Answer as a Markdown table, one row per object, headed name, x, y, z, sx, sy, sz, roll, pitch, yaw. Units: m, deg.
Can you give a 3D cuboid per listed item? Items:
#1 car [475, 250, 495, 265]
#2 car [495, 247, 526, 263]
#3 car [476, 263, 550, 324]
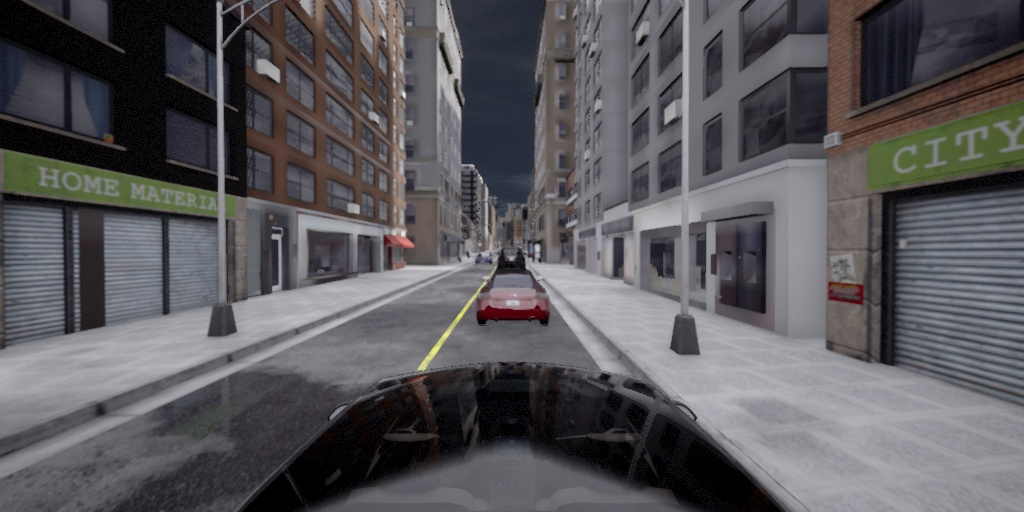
| name | x | y | z | sx | sy | sz | roll | pitch | yaw |
| --- | --- | --- | --- | --- | --- | --- | --- | --- | --- |
| car | -3.264 | 0.291 | 41.893 | 1.812 | 1.442 | 4.674 | 0 | 1 | 0 |
| car | -0.032 | 0.284 | 29.284 | 2.150 | 2.045 | 5.566 | 0 | 1 | 0 |
| car | 0.029 | 1.081 | 10.873 | 1.994 | 1.385 | 4.181 | 0 | 1 | 0 |
